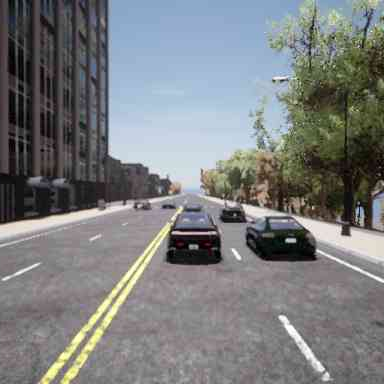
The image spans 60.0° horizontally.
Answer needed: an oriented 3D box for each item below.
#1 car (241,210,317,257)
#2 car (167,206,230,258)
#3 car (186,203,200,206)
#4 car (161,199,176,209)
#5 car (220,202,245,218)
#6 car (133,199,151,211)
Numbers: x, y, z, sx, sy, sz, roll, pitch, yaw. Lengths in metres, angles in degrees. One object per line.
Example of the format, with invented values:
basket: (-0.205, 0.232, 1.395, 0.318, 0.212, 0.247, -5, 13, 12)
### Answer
car: (3.327, 1.605, 13.143, 1.994, 1.385, 4.181, 0, 0, 1)
car: (0.077, 1.533, 12.988, 2.128, 1.511, 4.902, 0, 0, 0)
car: (0.086, 1.654, 28.423, 1.994, 1.385, 4.181, 0, 0, 0)
car: (-3.273, 1.701, 48.092, 2.033, 1.411, 5.357, 0, 0, 1)
car: (3.333, 1.580, 27.947, 2.128, 1.511, 4.902, 0, 0, 0)
car: (-6.551, 1.634, 44.299, 2.128, 1.511, 4.902, 0, 0, 0)
